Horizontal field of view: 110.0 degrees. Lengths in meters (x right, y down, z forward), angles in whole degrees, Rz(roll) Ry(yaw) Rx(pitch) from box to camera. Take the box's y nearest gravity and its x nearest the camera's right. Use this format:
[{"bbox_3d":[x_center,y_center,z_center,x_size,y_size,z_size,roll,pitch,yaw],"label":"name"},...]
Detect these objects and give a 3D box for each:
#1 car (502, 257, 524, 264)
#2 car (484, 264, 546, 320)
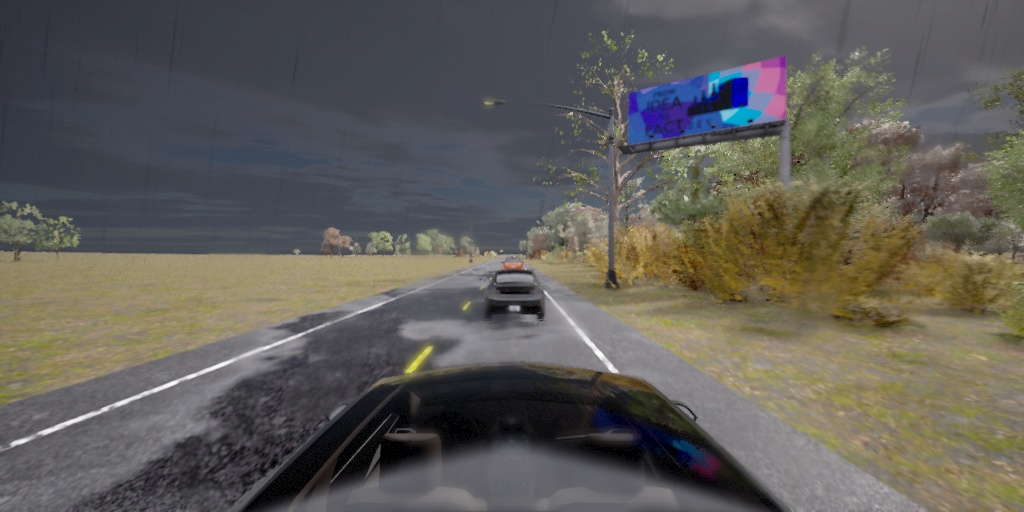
[{"bbox_3d":[0.104,0.907,34.457,2.097,1.767,4.553,0,0,0],"label":"car"},{"bbox_3d":[0.095,1.191,12.277,1.837,1.490,4.892,0,0,0],"label":"car"}]
